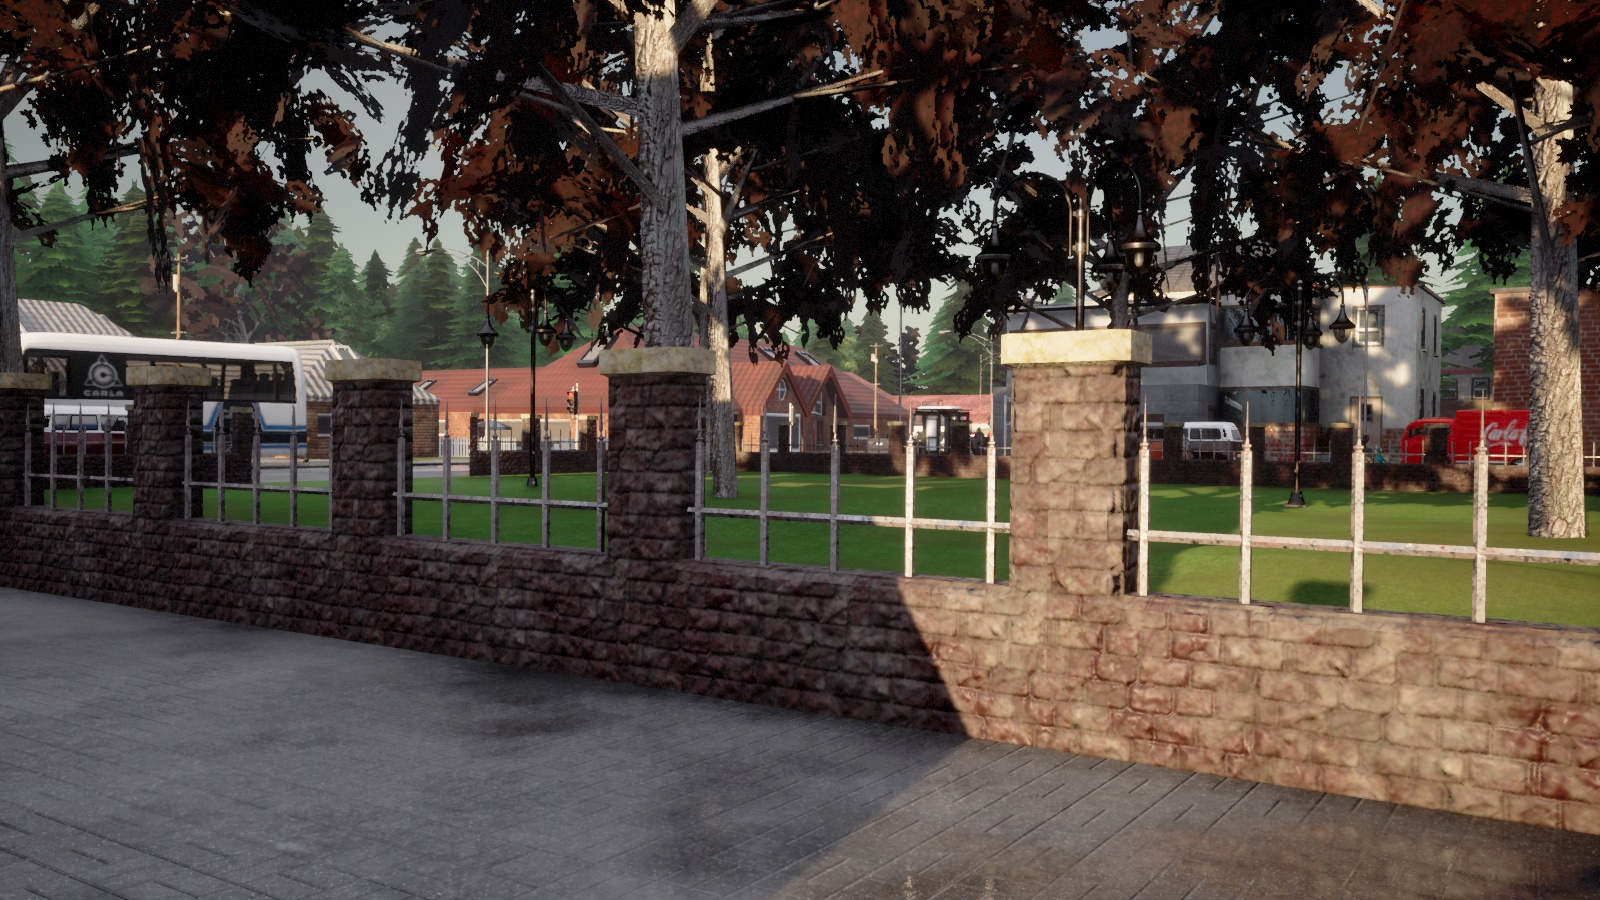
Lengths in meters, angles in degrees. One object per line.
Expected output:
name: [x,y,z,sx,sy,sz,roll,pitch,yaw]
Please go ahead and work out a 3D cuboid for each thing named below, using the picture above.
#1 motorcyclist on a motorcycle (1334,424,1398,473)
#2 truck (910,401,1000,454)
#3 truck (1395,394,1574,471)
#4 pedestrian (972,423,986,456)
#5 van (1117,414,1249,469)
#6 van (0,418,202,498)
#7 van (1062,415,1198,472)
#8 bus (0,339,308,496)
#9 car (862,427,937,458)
motorcyclist on a motorcycle: [18.643,-0.048,41.342,1.817,1.590,0.866,0,1,32]
truck: [10.791,-1.529,86.497,2.891,3.462,7.936,0,1,34]
truck: [23.439,-0.565,43.038,5.204,2.467,2.627,-1,0,32]
pedestrian: [10.034,-0.611,70.424,0.540,1.848,0.694,0,1,26]
van: [14.833,-0.345,48.741,4.480,2.038,2.069,0,1,34]
van: [-19.074,0.159,34.308,2.069,2.038,4.480,0,1,33]
van: [12.015,-0.249,45.764,4.442,1.987,1.775,0,1,32]
bus: [-20.958,-0.985,38.778,3.944,4.253,10.273,0,1,33]
car: [5.715,-0.455,71.681,2.242,1.667,4.611,0,1,34]
